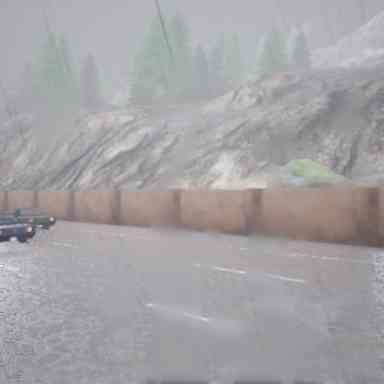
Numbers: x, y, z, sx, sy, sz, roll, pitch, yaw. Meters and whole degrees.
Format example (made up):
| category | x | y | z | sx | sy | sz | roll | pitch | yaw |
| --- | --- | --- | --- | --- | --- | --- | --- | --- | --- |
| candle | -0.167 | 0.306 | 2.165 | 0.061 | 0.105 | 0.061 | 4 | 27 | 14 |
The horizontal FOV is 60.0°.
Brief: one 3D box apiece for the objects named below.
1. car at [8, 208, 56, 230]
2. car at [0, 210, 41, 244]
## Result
| category | x | y | z | sx | sy | sz | roll | pitch | yaw |
| --- | --- | --- | --- | --- | --- | --- | --- | --- | --- |
| car | -10.266 | 1.613 | 19.906 | 4.718 | 1.301 | 1.895 | 0 | 0 | 35 |
| car | -9.004 | 1.611 | 14.708 | 4.718 | 1.301 | 1.895 | 0 | 0 | 35 |
